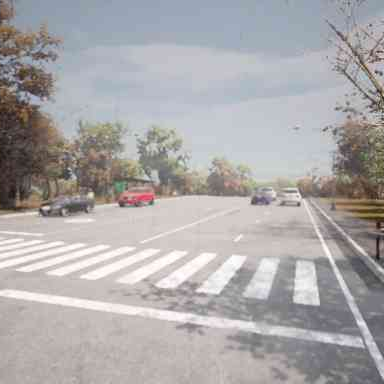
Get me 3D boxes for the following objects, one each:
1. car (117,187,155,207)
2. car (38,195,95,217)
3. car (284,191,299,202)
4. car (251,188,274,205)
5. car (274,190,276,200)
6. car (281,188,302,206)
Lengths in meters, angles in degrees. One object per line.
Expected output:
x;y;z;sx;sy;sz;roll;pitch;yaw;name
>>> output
-5.838;0.497;35.652;2.150;2.045;5.566;1;1;18;car
-9.247;0.975;24.912;2.128;1.511;4.902;1;1;18;car
14.950;0.651;49.828;2.128;1.511;4.902;1;1;18;car
8.650;0.642;41.318;2.097;1.767;4.553;1;1;18;car
11.624;0.324;50.902;2.150;2.045;5.566;1;1;18;car
11.792;0.579;39.663;2.150;2.045;5.566;1;1;18;car
